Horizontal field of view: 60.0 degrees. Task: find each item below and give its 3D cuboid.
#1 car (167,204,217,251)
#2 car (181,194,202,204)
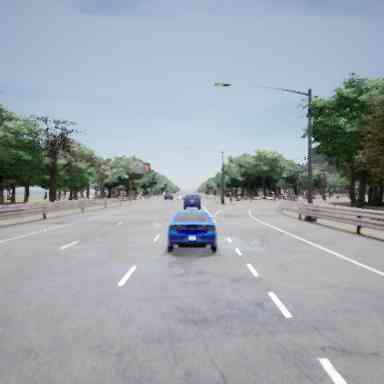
[{"bbox_3d":[0.010,1.500,14.312,1.882,1.535,5.008,0,0,0],"label":"car"},{"bbox_3d":[0.026,1.285,42.279,2.150,2.045,5.566,0,0,0],"label":"car"}]
